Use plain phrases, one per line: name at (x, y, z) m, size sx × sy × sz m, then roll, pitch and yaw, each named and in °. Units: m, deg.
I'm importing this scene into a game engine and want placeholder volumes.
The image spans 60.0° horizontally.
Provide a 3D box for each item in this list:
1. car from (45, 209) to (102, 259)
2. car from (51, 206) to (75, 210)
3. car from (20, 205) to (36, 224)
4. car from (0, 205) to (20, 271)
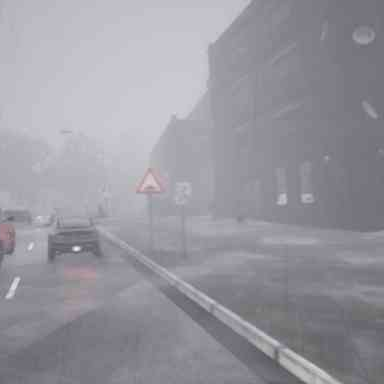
car at (-4.846, 1.694, 13.593) m, size 1.837 × 1.490 × 4.892 m, roll 0°, pitch 0°, yaw -22°
car at (-10.684, 1.845, 27.657) m, size 1.994 × 1.385 × 4.181 m, roll 0°, pitch 0°, yaw -21°
car at (-13.996, 1.777, 27.223) m, size 1.882 × 1.535 × 5.008 m, roll 0°, pitch 0°, yaw -21°
car at (-7.347, 1.417, 11.108) m, size 2.150 × 2.045 × 5.566 m, roll 0°, pitch 0°, yaw -22°
